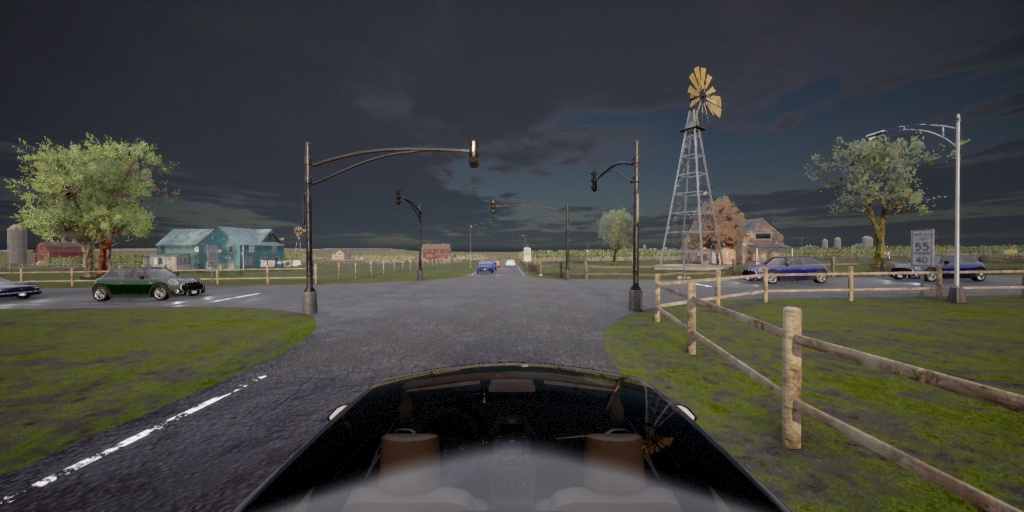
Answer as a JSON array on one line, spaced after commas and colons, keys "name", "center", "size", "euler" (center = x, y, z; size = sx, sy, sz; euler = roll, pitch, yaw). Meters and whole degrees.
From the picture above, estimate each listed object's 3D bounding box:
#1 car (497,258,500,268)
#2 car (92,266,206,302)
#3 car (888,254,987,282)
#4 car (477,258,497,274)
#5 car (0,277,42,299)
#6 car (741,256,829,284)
[{"name": "car", "center": [-3.114, 1.293, 51.862], "size": [2.033, 1.411, 5.357], "euler": [0, 0, -1]}, {"name": "car", "center": [-19.174, 1.372, 19.086], "size": [4.553, 1.767, 2.097], "euler": [-1, 1, 0]}, {"name": "car", "center": [27.122, 0.679, 22.992], "size": [4.553, 1.767, 2.097], "euler": [-1, 1, 0]}, {"name": "car", "center": [-3.044, 1.223, 41.959], "size": [1.882, 1.535, 5.008], "euler": [0, 0, -1]}, {"name": "car", "center": [-28.693, 1.698, 19.044], "size": [5.357, 1.411, 2.033], "euler": [-1, 1, 0]}, {"name": "car", "center": [17.322, 0.809, 22.952], "size": [4.553, 1.767, 2.097], "euler": [-1, 1, 0]}]
